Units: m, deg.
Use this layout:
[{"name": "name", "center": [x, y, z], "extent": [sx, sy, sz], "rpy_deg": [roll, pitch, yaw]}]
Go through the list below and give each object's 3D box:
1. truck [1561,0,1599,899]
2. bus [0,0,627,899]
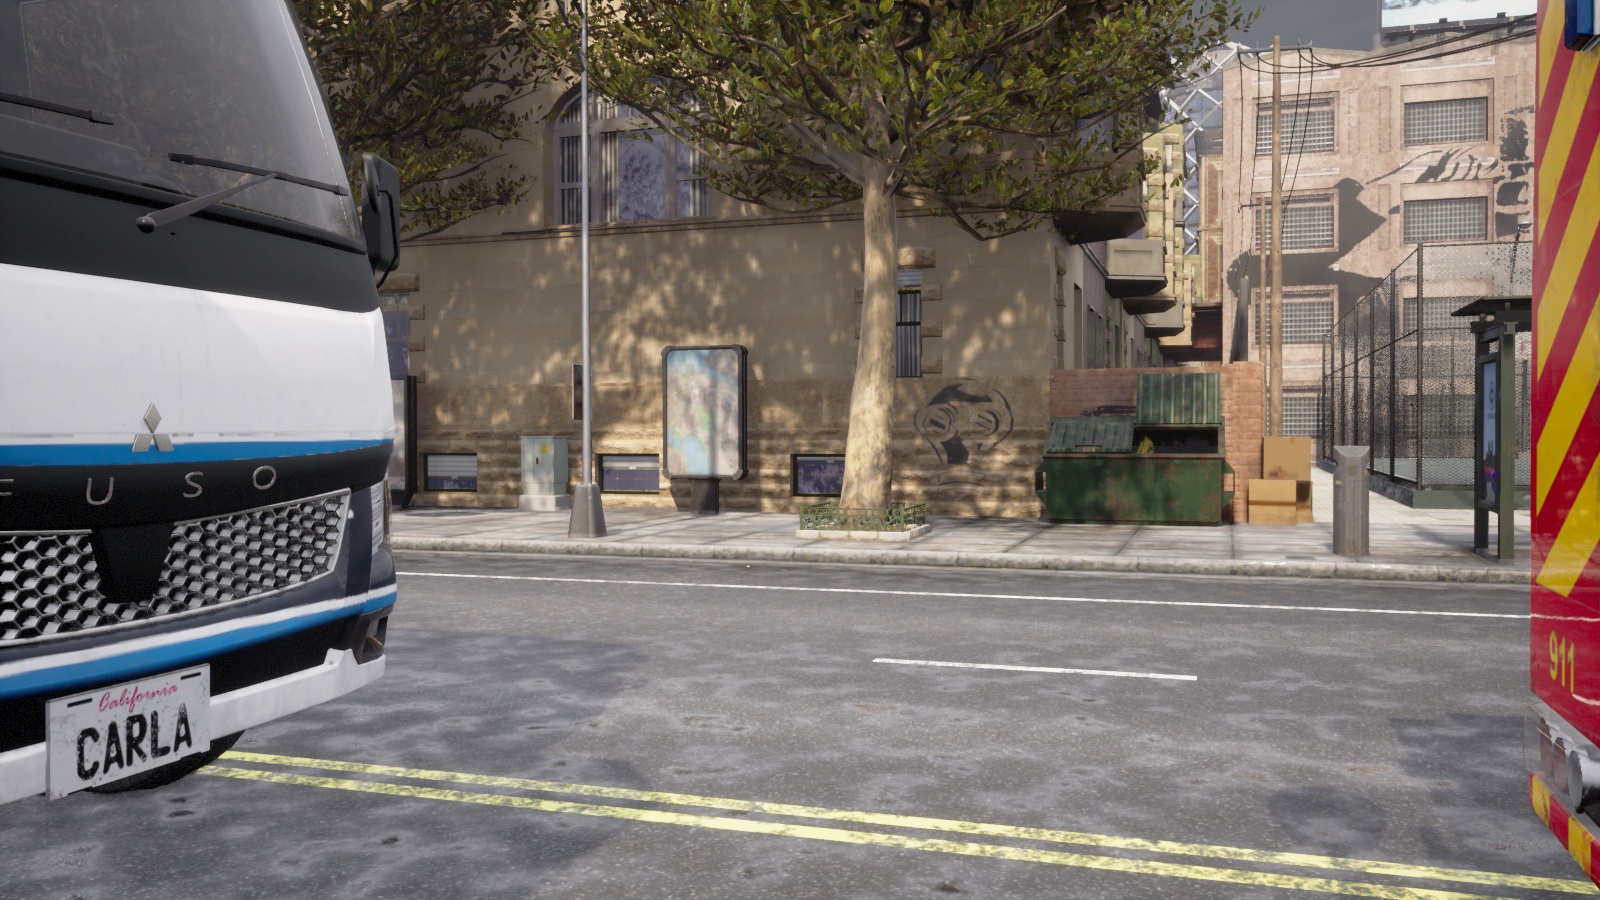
[{"name": "truck", "center": [5.943, -0.335, 1.185], "extent": [8.468, 3.827, 2.891], "rpy_deg": [1, 1, 19]}, {"name": "bus", "center": [-6.258, -0.658, 5.265], "extent": [10.273, 4.253, 3.944], "rpy_deg": [1, 1, 18]}]
